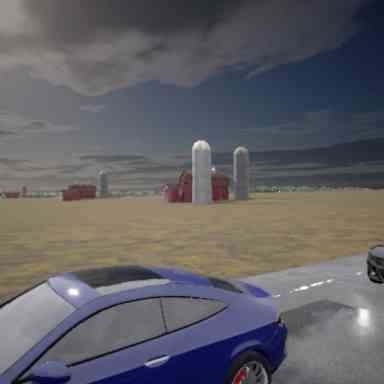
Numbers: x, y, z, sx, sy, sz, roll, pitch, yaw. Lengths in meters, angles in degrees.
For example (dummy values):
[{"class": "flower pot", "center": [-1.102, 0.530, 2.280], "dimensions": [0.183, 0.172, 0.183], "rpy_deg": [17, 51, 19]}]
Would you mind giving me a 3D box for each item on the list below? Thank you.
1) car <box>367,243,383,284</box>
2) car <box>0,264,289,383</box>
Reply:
[{"class": "car", "center": [6.542, 1.557, 8.798], "dimensions": [5.008, 1.535, 1.882], "rpy_deg": [0, 0, -36]}, {"class": "car", "center": [-1.003, 1.549, 3.258], "dimensions": [4.674, 1.442, 1.812], "rpy_deg": [1, -1, -35]}]
